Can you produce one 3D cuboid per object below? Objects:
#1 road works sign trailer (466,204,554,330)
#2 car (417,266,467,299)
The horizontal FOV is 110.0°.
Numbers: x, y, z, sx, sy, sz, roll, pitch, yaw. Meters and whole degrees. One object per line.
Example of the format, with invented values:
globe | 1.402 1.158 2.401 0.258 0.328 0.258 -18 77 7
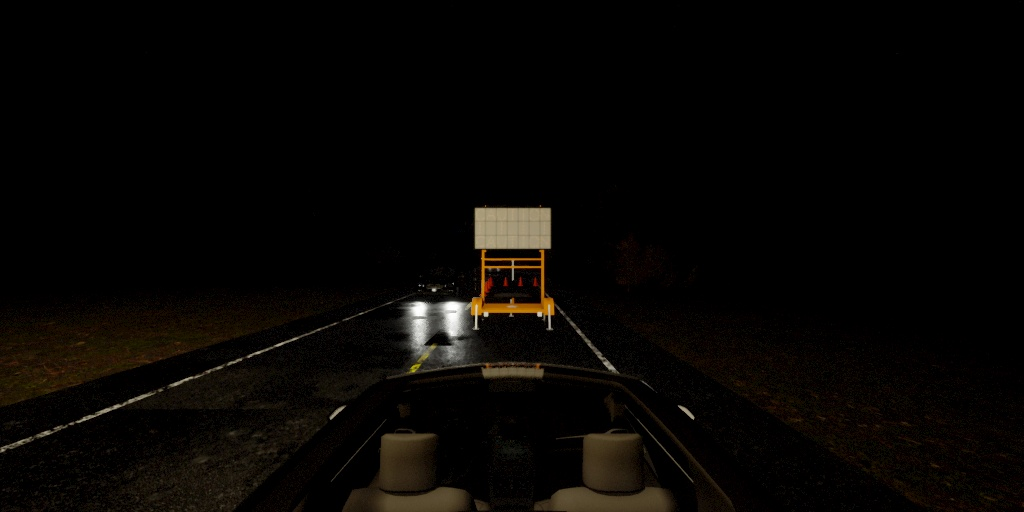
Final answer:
road works sign trailer | 0.028 0.215 11.119 2.380 3.560 2.880 0 0 0
car | -3.451 1.258 18.312 1.837 1.490 4.892 0 0 0
